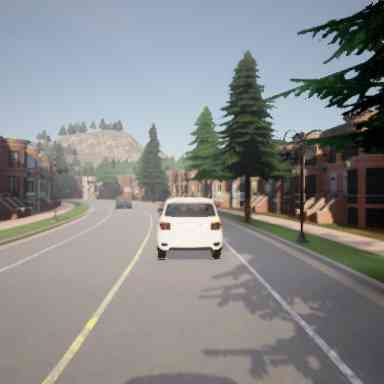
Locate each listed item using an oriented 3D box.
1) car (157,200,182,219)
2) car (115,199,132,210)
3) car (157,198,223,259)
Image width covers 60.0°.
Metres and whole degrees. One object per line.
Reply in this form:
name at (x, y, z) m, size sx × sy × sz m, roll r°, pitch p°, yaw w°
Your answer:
car at (-2.080, 1.524, 29.777) m, size 1.812 × 1.442 × 4.674 m, roll 0°, pitch 0°, yaw -10°
car at (-8.957, 1.561, 43.436) m, size 1.994 × 1.385 × 4.181 m, roll 0°, pitch 0°, yaw -16°
car at (-0.173, 1.220, 12.799) m, size 2.150 × 2.045 × 5.566 m, roll 0°, pitch 0°, yaw -3°
